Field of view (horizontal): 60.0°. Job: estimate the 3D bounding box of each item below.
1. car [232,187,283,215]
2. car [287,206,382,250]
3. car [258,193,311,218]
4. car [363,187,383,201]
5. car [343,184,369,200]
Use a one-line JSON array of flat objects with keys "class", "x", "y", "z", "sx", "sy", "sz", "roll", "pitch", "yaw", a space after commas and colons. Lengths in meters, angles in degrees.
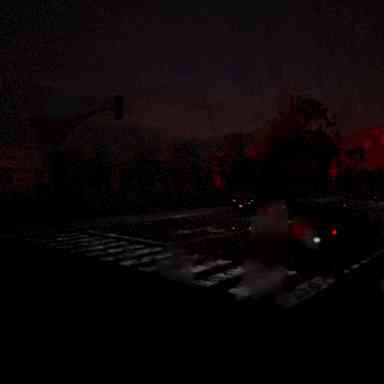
[{"class": "car", "x": 5.549, "y": 0.642, "z": 27.146, "sx": 2.150, "sy": 2.045, "sz": 5.566, "roll": 0, "pitch": 2, "yaw": 43}, {"class": "car", "x": 5.917, "y": 1.321, "z": 13.209, "sx": 1.895, "sy": 1.301, "sz": 4.718, "roll": 0, "pitch": 2, "yaw": 45}, {"class": "car", "x": 6.945, "y": 0.997, "z": 23.882, "sx": 1.812, "sy": 1.442, "sz": 4.674, "roll": 0, "pitch": 2, "yaw": 43}, {"class": "car", "x": 23.207, "y": 0.420, "z": 41.149, "sx": 1.994, "sy": 1.385, "sz": 4.181, "roll": 0, "pitch": 2, "yaw": 44}, {"class": "car", "x": 22.359, "y": 0.012, "z": 44.965, "sx": 2.150, "sy": 2.045, "sz": 5.566, "roll": 0, "pitch": 1, "yaw": 43}]
